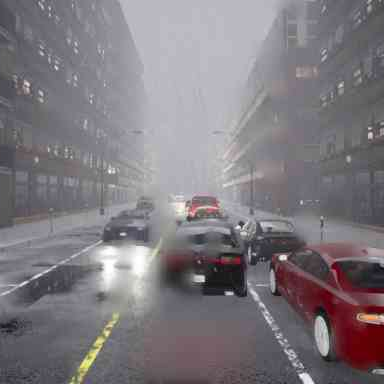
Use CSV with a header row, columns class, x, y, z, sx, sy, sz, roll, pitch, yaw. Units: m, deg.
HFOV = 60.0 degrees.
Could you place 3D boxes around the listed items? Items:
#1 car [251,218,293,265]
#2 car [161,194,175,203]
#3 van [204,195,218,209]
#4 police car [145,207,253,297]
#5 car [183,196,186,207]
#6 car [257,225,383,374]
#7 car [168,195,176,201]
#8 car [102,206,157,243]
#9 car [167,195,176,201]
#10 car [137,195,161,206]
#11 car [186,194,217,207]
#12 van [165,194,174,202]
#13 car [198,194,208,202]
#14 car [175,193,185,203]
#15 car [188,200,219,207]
class,x,y,z,sx,sy,sz,roll,pitch,yaw
car,2.570,1.553,11.388,2.008,1.369,4.403,1,0,0
car,-5.320,1.330,68.066,2.192,1.841,5.009,1,0,0
van,2.565,1.351,45.414,1.690,1.788,3.998,1,0,0
police car,0.432,1.427,8.813,1.930,1.638,5.238,0,0,7
car,0.005,1.536,46.314,1.812,1.442,4.674,0,0,0
car,2.571,1.546,5.718,1.887,1.381,4.507,1,0,0
car,-5.329,1.587,90.749,1.947,1.339,4.313,1,0,0
car,-2.855,1.567,15.837,1.994,1.385,4.181,0,0,0
car,-5.327,1.570,85.078,2.008,1.369,4.403,1,0,0
car,-5.314,1.324,39.711,2.192,1.841,5.009,1,0,0
car,0.817,1.230,24.588,2.150,2.045,5.566,0,0,0
van,-5.323,1.359,79.408,1.690,1.788,3.998,1,0,0
car,2.557,1.333,79.439,2.192,1.841,5.009,1,0,0
car,-2.768,1.237,69.982,2.150,2.045,5.566,0,0,0
car,0.818,1.459,18.747,1.801,1.575,5.366,0,0,0
